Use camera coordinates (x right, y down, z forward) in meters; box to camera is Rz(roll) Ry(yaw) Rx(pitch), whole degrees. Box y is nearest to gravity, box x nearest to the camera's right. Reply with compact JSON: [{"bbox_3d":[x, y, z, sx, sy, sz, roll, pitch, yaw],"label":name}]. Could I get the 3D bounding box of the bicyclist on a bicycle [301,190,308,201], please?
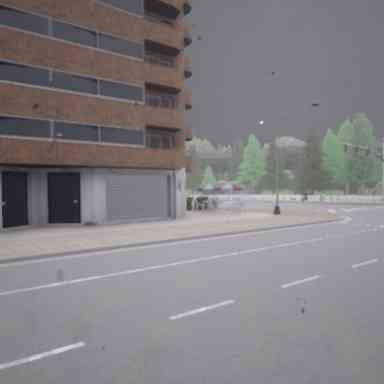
[{"bbox_3d":[16.422,0.567,48.386,1.656,1.620,0.582,-2,1,-36],"label":"bicyclist on a bicycle"}]
